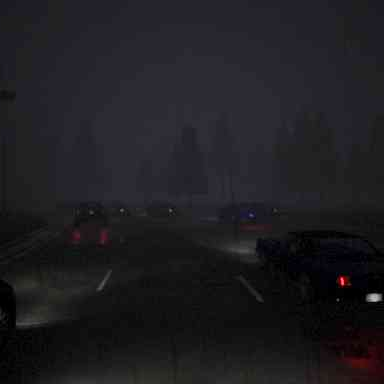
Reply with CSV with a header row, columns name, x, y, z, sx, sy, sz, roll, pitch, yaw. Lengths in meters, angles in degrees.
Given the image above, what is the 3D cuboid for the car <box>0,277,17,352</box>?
name,x,y,z,sx,sy,sz,roll,pitch,yaw
car,-3.640,1.365,3.171,2.097,1.767,4.553,0,0,-2

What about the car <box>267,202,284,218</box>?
name,x,y,z,sx,sy,sz,roll,pitch,yaw
car,5.887,1.541,29.159,2.033,1.411,5.357,0,0,-20

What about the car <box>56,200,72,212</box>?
name,x,y,z,sx,sy,sz,roll,pitch,yaw
car,-14.435,1.666,39.886,4.718,1.301,1.895,0,0,40

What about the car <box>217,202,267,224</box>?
name,x,y,z,sx,sy,sz,roll,pitch,yaw
car,3.416,1.478,25.136,1.882,1.535,5.008,0,0,-15

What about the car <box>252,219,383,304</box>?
name,x,y,z,sx,sy,sz,roll,pitch,yaw
car,3.041,1.595,8.143,1.895,1.301,4.718,0,0,-6

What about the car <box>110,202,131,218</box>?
name,x,y,z,sx,sy,sz,roll,pitch,yaw
car,-7.154,1.601,31.041,1.994,1.385,4.181,0,0,-29

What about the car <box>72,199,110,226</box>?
name,x,y,z,sx,sy,sz,roll,pitch,yaw
car,-7.317,1.387,23.794,2.097,1.767,4.553,0,0,-19

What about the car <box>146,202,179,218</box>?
name,x,y,z,sx,sy,sz,roll,pitch,yaw
car,-2.758,1.587,30.458,1.994,1.385,4.181,0,0,-26
